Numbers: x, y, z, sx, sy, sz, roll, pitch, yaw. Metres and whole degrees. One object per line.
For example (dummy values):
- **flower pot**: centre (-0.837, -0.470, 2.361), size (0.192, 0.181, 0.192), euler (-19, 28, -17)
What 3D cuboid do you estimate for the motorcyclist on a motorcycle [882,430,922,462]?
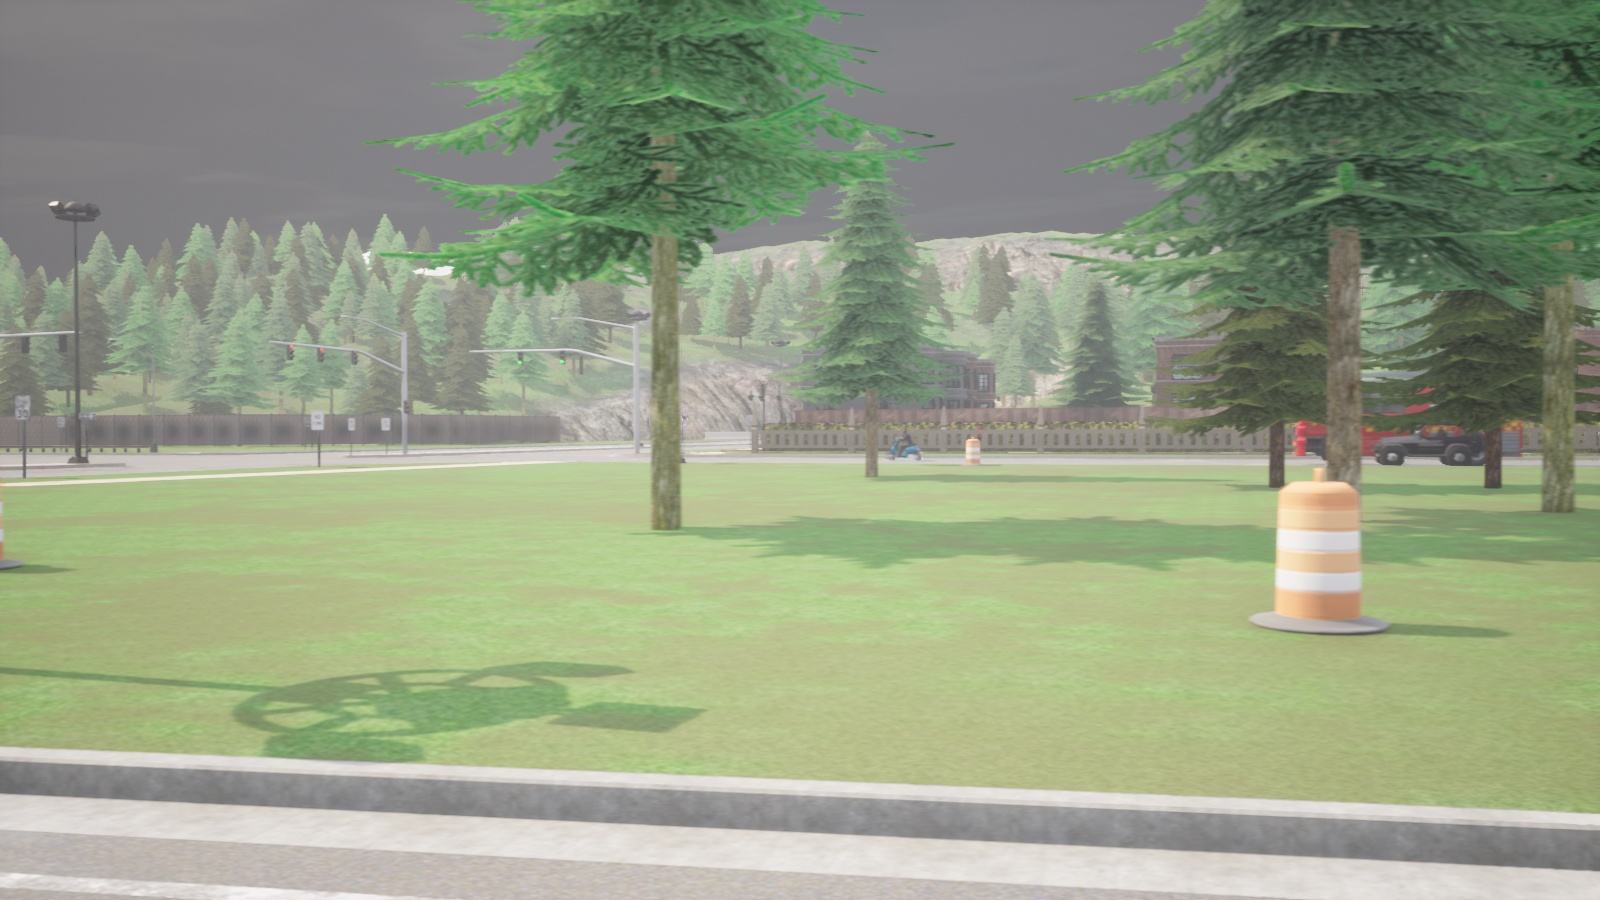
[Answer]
- **motorcyclist on a motorcycle**: centre (5.067, -0.203, 62.597), size (1.817, 1.590, 0.866), euler (1, 1, 18)

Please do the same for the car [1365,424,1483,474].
- **car**: centre (24.189, -0.069, 48.841), size (3.866, 1.878, 1.905), euler (1, 1, 18)

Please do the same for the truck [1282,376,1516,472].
- **truck**: centre (24.720, -1.083, 52.339), size (8.468, 3.827, 2.891), euler (1, 1, 18)
